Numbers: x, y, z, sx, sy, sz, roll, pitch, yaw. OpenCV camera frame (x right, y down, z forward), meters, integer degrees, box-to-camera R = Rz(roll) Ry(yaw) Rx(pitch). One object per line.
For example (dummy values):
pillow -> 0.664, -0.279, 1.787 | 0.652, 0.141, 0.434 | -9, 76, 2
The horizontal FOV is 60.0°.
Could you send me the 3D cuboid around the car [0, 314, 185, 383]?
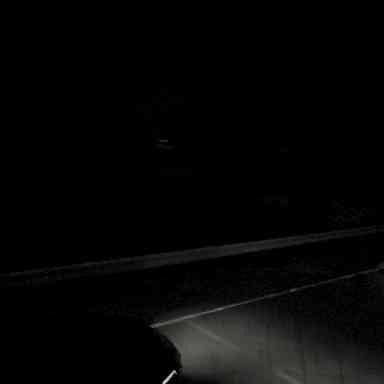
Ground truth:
car -> -2.195, 1.525, 2.127 | 4.674, 1.442, 1.812 | 0, 0, -35
